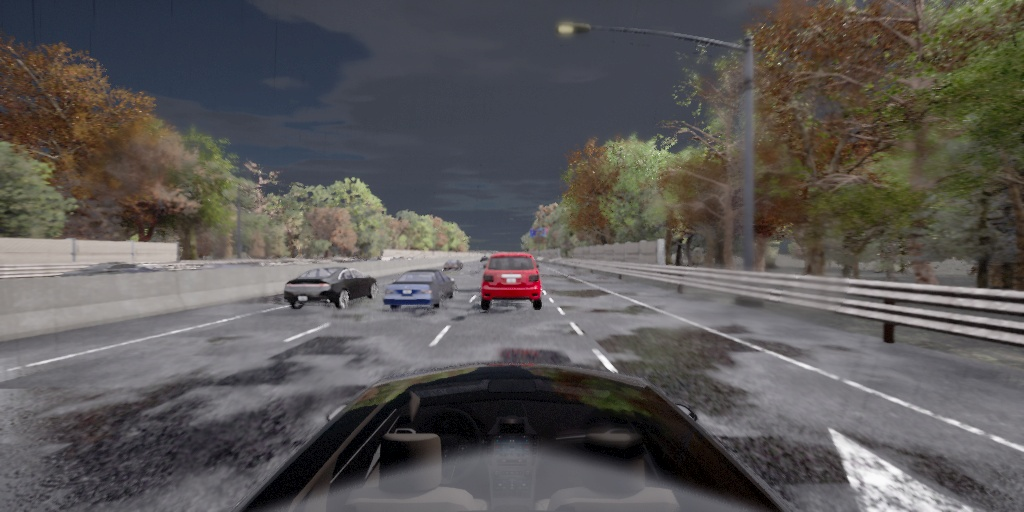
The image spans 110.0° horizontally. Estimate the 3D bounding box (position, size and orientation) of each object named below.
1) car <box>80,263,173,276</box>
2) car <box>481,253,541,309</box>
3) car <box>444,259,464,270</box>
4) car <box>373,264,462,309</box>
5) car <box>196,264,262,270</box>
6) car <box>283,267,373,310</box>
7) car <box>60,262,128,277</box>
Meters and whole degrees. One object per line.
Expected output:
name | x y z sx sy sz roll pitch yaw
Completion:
car | -24.627 1.291 23.718 1.895 1.301 4.718 0 0 0
car | -0.029 0.912 14.785 2.150 2.045 5.566 0 0 0
car | -7.077 1.118 43.680 2.033 1.411 5.357 0 0 0
car | -3.525 1.245 14.563 2.033 1.411 5.357 0 0 0
car | -17.631 1.229 23.170 2.033 1.411 5.357 0 0 0
car | -7.024 1.195 14.452 2.128 1.511 4.902 0 0 0
car | -28.121 1.197 25.082 1.837 1.490 4.892 0 0 0
